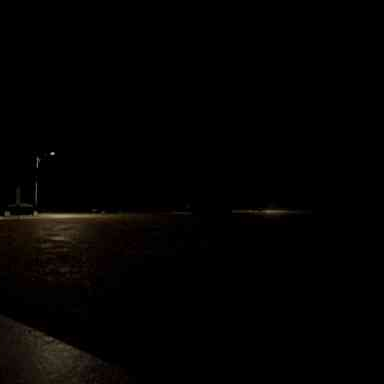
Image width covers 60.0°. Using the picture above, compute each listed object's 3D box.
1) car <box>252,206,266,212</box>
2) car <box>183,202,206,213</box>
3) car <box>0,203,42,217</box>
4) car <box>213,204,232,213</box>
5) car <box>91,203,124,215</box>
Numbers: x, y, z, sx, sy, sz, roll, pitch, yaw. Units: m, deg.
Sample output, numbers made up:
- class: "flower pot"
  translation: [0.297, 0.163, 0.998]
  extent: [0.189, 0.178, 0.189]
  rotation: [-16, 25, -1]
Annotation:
- class: "car"
  translation: [16.548, 4.209, 82.255]
  extent: [1.895, 1.301, 4.718]
  rotation: [0, -2, 35]
- class: "car"
  translation: [0.579, 2.916, 64.571]
  extent: [2.150, 2.045, 5.566]
  rotation: [0, -3, 36]
- class: "car"
  translation: [-19.226, 1.925, 36.912]
  extent: [1.882, 1.535, 5.008]
  rotation: [0, -2, 35]
- class: "car"
  translation: [6.295, 3.277, 67.852]
  extent: [2.097, 1.767, 4.553]
  rotation: [0, -2, 35]
- class: "car"
  translation: [-11.936, 2.382, 47.148]
  extent: [1.882, 1.535, 5.008]
  rotation: [0, -2, 36]
